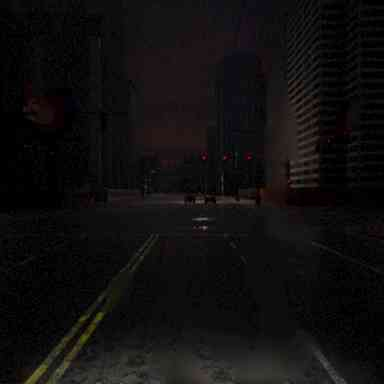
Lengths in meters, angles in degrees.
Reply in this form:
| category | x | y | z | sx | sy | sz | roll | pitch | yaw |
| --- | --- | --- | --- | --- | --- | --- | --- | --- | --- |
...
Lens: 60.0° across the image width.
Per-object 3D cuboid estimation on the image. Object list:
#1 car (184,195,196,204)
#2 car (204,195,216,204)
| category | x | y | z | sx | sy | sz | roll | pitch | yaw |
| --- | --- | --- | --- | --- | --- | --- | --- | --- | --- |
| car | -0.325 | 1.243 | 57.937 | 1.837 | 1.490 | 4.892 | 0 | 0 | 0 |
| car | 3.175 | 1.225 | 57.957 | 2.128 | 1.511 | 4.902 | 0 | 0 | 0 |
